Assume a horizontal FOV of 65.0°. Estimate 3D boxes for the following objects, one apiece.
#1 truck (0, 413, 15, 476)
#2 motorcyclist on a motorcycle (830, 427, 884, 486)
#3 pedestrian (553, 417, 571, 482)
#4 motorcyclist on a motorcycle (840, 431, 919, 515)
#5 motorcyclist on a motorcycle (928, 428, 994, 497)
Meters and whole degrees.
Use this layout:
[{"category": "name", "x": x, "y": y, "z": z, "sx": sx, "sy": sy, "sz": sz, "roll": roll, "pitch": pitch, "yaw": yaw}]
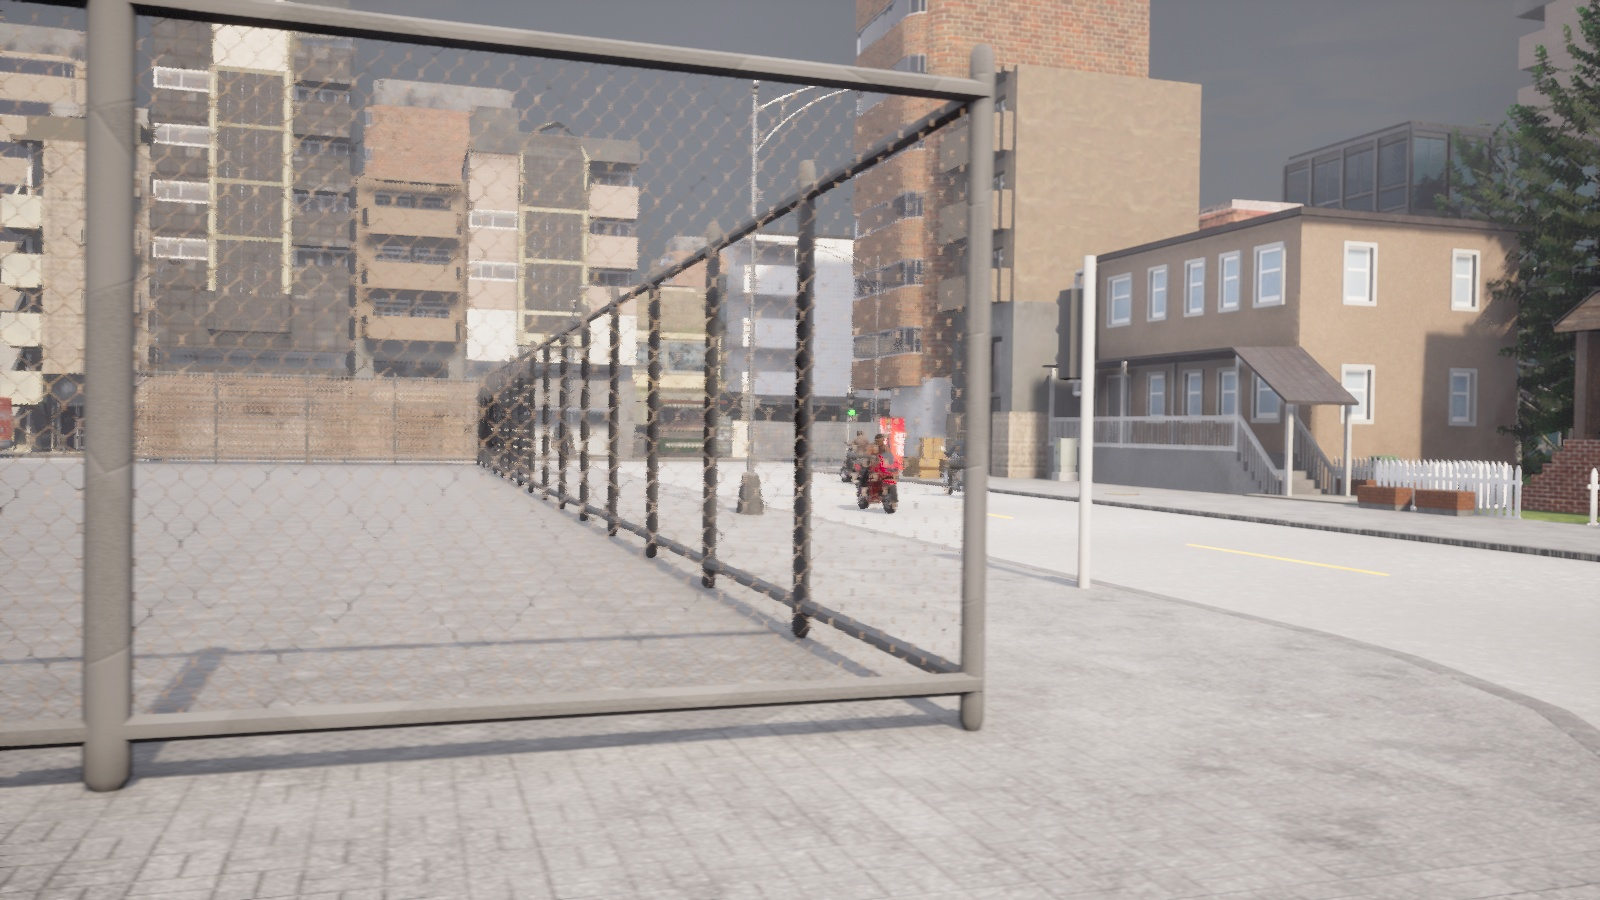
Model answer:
[{"category": "truck", "x": -34.039, "y": -0.186, "z": 49.049, "sx": 5.204, "sy": 2.467, "sz": 2.627, "roll": -1, "pitch": 1, "yaw": -18}, {"category": "motorcyclist on a motorcycle", "x": 1.653, "y": 0.176, "z": 36.789, "sx": 0.766, "sy": 1.649, "sz": 2.350, "roll": -1, "pitch": 1, "yaw": -18}, {"category": "pedestrian", "x": -7.222, "y": -0.019, "z": 38.055, "sx": 0.423, "sy": 1.949, "sz": 0.788, "roll": -1, "pitch": 1, "yaw": -19}, {"category": "motorcyclist on a motorcycle", "x": 1.492, "y": 0.404, "z": 23.995, "sx": 0.797, "sy": 1.523, "sz": 2.044, "roll": -1, "pitch": 1, "yaw": -18}, {"category": "motorcyclist on a motorcycle", "x": 3.820, "y": 0.268, "z": 29.913, "sx": 0.866, "sy": 1.590, "sz": 1.817, "roll": -1, "pitch": 1, "yaw": -18}]
